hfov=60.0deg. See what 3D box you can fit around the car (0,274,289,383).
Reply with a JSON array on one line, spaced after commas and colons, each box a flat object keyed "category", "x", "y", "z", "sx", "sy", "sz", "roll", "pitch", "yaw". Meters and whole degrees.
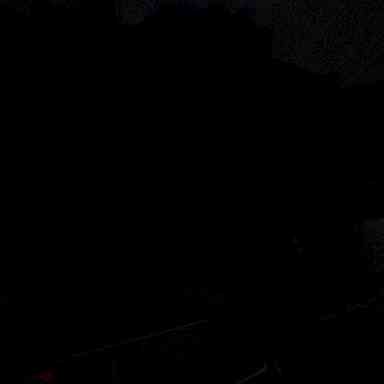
[{"category": "car", "x": -1.275, "y": 1.440, "z": 1.890, "sx": 4.097, "sy": 1.590, "sz": 1.967, "roll": 1, "pitch": 0, "yaw": -35}]
